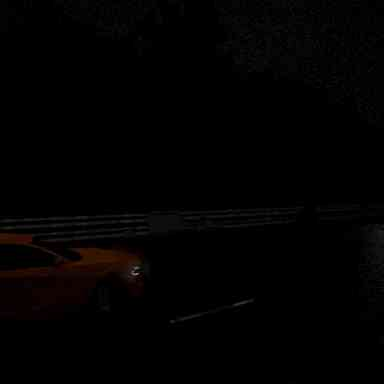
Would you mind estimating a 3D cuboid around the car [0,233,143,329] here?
[{"bbox_3d":[-3.258,1.457,5.717,5.008,1.535,1.882,0,0,-35],"label":"car"}]
